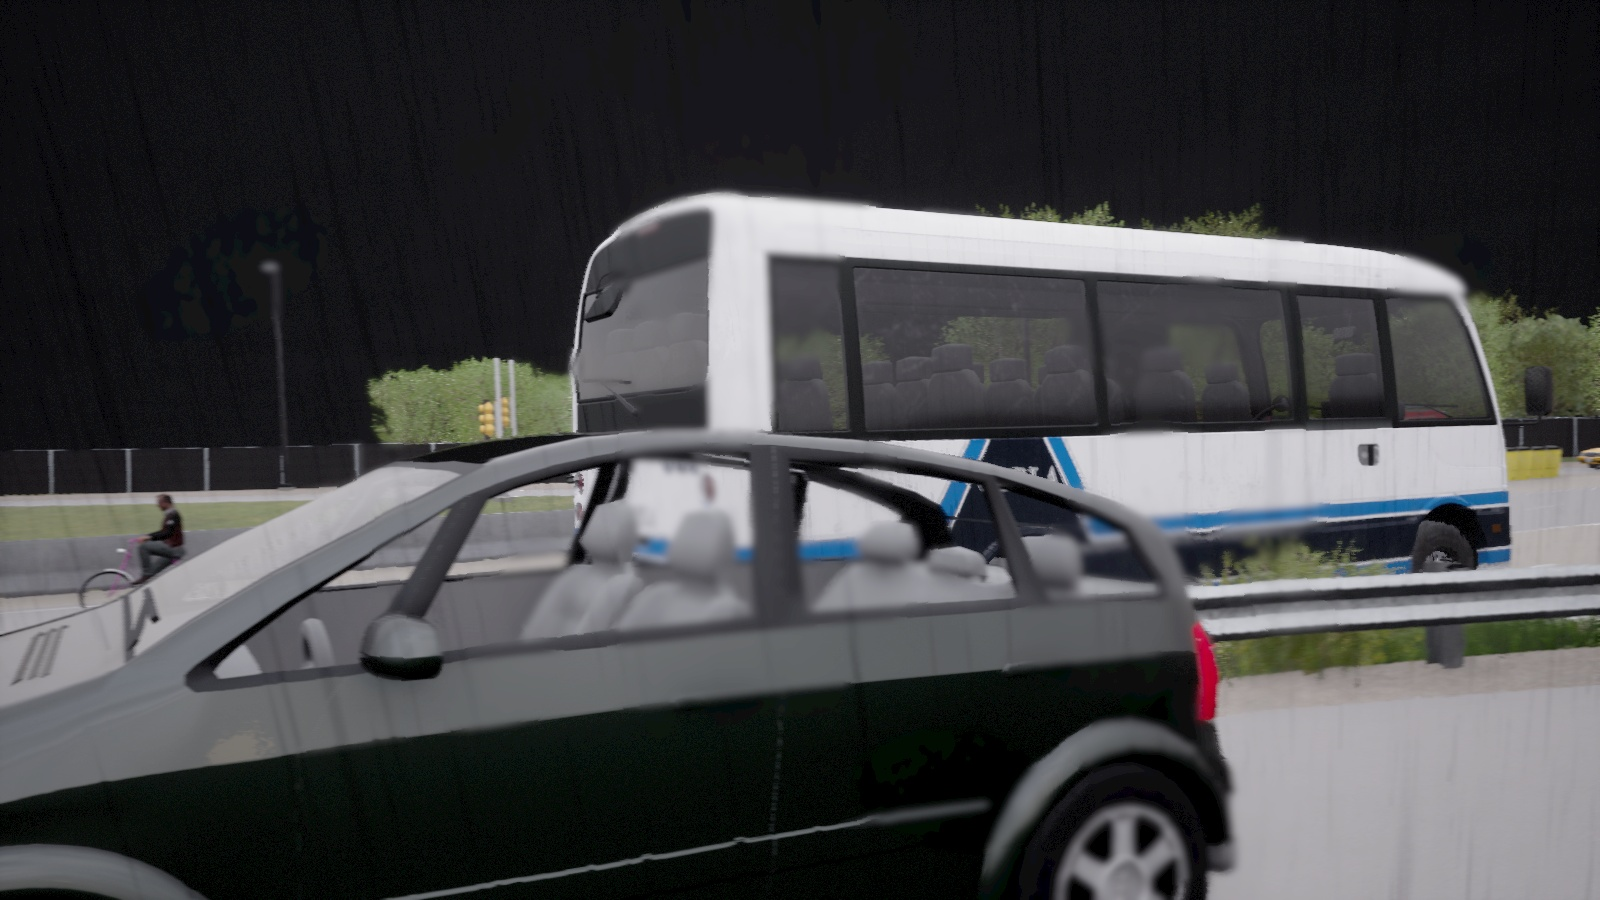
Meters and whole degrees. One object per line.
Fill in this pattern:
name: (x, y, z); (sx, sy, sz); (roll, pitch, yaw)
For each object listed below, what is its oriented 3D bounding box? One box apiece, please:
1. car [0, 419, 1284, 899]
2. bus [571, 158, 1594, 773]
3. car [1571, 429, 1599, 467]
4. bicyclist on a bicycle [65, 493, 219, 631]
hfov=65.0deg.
car: (-0.713, 0.730, 3.379); (3.705, 1.549, 1.789); (0, 0, -29)
bus: (3.292, -0.026, 12.975); (10.273, 4.253, 3.944); (-2, 1, -30)
car: (35.650, -0.141, 53.090); (5.366, 1.575, 1.801); (-2, 1, -11)
bicyclist on a bicycle: (-9.297, 1.549, 17.765); (1.843, 1.776, 0.659); (-2, 1, -30)
